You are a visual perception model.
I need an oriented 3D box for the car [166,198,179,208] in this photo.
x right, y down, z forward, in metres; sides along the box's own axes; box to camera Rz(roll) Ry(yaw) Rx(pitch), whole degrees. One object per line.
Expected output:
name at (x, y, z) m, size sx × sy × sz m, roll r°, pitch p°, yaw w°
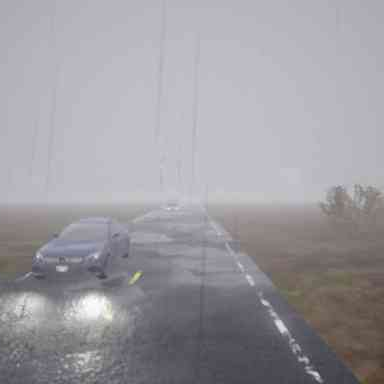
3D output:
car at (-3.050, 1.710, 53.104) m, size 2.033 × 1.411 × 5.357 m, roll 0°, pitch 0°, yaw 1°

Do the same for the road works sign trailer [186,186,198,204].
road works sign trailer at (0.004, 0.668, 66.691) m, size 2.380 × 3.560 × 2.880 m, roll 0°, pitch 0°, yaw 0°

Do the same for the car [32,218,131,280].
car at (-3.082, 1.558, 10.230) m, size 1.812 × 1.442 × 4.674 m, roll 0°, pitch 0°, yaw 0°
